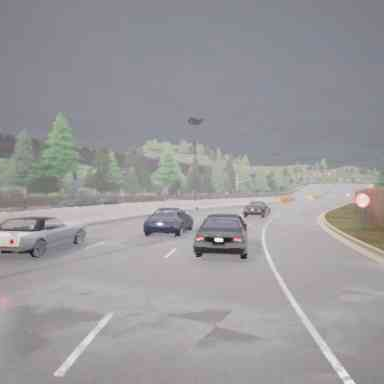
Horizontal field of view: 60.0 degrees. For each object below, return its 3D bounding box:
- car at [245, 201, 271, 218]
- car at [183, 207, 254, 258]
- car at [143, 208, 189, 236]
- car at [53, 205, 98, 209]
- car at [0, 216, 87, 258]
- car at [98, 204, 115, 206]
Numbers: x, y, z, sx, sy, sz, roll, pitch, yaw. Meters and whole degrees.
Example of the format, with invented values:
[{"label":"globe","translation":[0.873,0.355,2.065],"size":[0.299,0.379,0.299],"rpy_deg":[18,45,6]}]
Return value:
[{"label":"car","translation":[6.064,1.578,30.772],"size":[2.033,1.411,5.357],"rpy_deg":[0,0,21]},{"label":"car","translation":[1.241,1.554,12.918],"size":[2.033,1.411,5.357],"rpy_deg":[0,0,9]},{"label":"car","translation":[-1.190,1.561,18.421],"size":[1.994,1.385,4.181],"rpy_deg":[0,0,12]},{"label":"car","translation":[-11.915,1.443,32.766],"size":[2.128,1.511,4.902],"rpy_deg":[0,0,19]},{"label":"car","translation":[-5.824,1.577,12.667],"size":[1.895,1.301,4.718],"rpy_deg":[0,0,8]},{"label":"car","translation":[-11.407,1.503,43.972],"size":[2.033,1.411,5.357],"rpy_deg":[0,0,20]}]
